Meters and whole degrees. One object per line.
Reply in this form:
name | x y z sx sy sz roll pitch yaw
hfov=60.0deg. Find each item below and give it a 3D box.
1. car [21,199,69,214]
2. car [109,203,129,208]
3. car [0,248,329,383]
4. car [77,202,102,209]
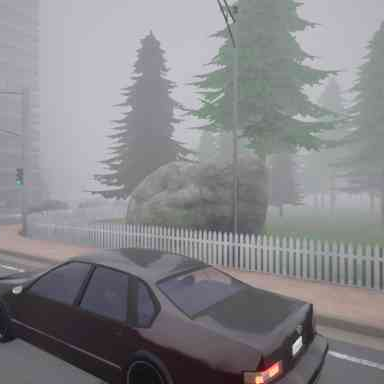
car | -15.235 1.492 34.907 2.033 1.411 5.357 0 0 17
car | -9.802 1.470 46.734 1.812 1.442 4.674 0 0 1
car | -1.015 1.547 4.712 5.357 1.411 2.033 0 0 35
car | -13.573 1.545 44.400 1.895 1.301 4.718 0 0 3
